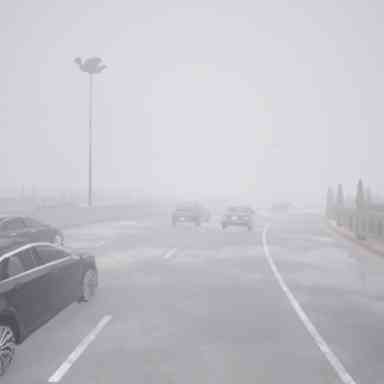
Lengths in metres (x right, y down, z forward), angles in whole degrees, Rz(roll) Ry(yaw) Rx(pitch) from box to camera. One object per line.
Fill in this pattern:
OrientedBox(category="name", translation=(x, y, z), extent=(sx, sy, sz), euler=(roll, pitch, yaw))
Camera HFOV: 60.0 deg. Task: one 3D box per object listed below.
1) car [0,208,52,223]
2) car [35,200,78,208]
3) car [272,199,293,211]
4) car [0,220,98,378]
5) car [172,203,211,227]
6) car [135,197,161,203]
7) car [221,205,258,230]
OrientedBox(category="car", translation=(-6.020, 1.473, 10.851), extent=(1.837, 1.490, 4.892), euler=(0, 0, 7))
OrientedBox(category="car", translation=(-14.520, 1.523, 35.636), extent=(1.895, 1.301, 4.718), euler=(0, 0, 20))
OrientedBox(category="car", translation=(11.158, 1.565, 41.107), extent=(1.812, 1.442, 4.674), euler=(0, 0, 29))
OrientedBox(category="car", translation=(-3.065, 1.476, 5.333), extent=(2.128, 1.511, 4.902), euler=(0, 0, 4))
OrientedBox(category="car", translation=(0.044, 1.485, 23.179), extent=(2.128, 1.511, 4.902), euler=(0, 0, 15))
OrientedBox(category="car", translation=(-6.081, 1.456, 46.426), extent=(2.128, 1.511, 4.902), euler=(0, 0, 27))
OrientedBox(category="car", translation=(3.127, 1.556, 21.484), extent=(2.033, 1.411, 5.357), euler=(0, 0, 15))
